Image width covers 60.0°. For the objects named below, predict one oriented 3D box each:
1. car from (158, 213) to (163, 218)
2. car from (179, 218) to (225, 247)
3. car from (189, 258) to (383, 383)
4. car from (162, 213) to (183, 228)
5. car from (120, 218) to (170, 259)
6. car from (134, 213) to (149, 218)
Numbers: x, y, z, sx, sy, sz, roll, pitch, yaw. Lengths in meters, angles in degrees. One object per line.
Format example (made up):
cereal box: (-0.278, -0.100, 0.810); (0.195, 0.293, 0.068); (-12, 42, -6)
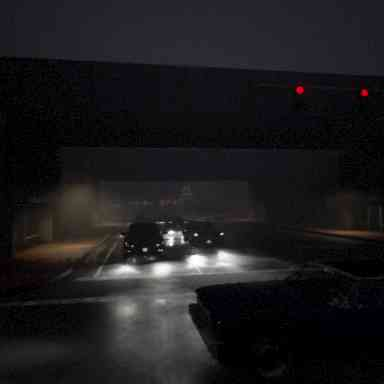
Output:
car: (-4.382, 3.955, 52.454); (1.994, 1.385, 4.181); (-1, -3, -9)
car: (0.594, 2.477, 20.149); (1.895, 1.301, 4.718); (-1, -2, -9)
car: (2.344, 1.808, 5.324); (4.718, 1.301, 1.895); (0, -3, -10)
car: (-1.722, 3.152, 34.912); (1.895, 1.301, 4.718); (-1, -2, -9)
car: (-2.327, 2.255, 16.192); (1.837, 1.490, 4.892); (-1, -2, -9)
car: (-4.594, 2.942, 30.712); (1.812, 1.442, 4.674); (-1, -2, -9)
